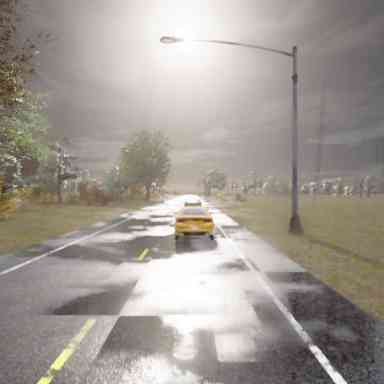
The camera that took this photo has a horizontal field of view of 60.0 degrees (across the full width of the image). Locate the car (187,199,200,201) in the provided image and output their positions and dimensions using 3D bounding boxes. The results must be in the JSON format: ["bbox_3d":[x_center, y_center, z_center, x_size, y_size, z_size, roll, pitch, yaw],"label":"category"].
[{"bbox_3d":[0.112,1.496,35.894,2.128,1.511,4.902,0,0,0],"label":"car"}]

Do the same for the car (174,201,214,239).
[{"bbox_3d":[0.118,1.478,17.505,1.882,1.535,5.008,0,0,0],"label":"car"}]
